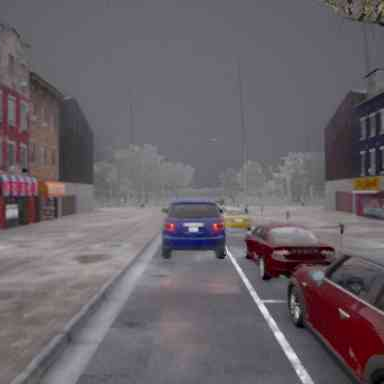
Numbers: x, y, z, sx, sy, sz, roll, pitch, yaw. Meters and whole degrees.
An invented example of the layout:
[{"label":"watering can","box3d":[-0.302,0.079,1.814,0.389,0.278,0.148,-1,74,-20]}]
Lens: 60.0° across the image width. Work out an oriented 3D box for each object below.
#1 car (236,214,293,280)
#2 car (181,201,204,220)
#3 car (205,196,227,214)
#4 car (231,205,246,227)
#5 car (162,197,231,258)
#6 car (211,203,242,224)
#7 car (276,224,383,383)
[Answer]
[{"label":"car","box3d":[2.640,1.573,9.883,1.887,1.381,4.507,0,0,0]},{"label":"car","box3d":[0.080,1.578,29.785,1.882,1.535,5.008,0,0,0]},{"label":"car","box3d":[2.643,1.450,37.610,2.192,1.841,5.009,0,0,0]},{"label":"car","box3d":[2.640,1.589,21.144,1.752,1.417,4.829,0,0,0]},{"label":"car","box3d":[0.067,1.260,13.074,2.150,2.045,5.566,0,0,0]},{"label":"car","box3d":[2.641,1.638,26.518,2.008,1.369,4.403,0,0,0]},{"label":"car","box3d":[2.639,1.453,4.338,1.967,1.590,4.097,0,0,0]}]
